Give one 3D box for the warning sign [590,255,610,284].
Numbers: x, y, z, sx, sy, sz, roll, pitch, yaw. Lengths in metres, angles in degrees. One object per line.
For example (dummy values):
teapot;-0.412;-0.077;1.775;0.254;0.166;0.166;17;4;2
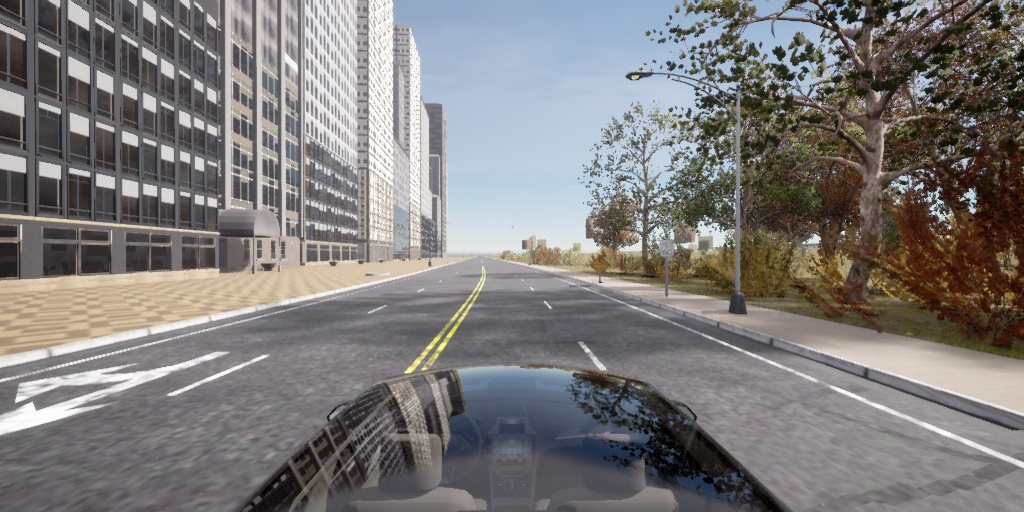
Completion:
warning sign;5.642;0.853;22.983;1.300;1.860;1.060;0;0;-2
